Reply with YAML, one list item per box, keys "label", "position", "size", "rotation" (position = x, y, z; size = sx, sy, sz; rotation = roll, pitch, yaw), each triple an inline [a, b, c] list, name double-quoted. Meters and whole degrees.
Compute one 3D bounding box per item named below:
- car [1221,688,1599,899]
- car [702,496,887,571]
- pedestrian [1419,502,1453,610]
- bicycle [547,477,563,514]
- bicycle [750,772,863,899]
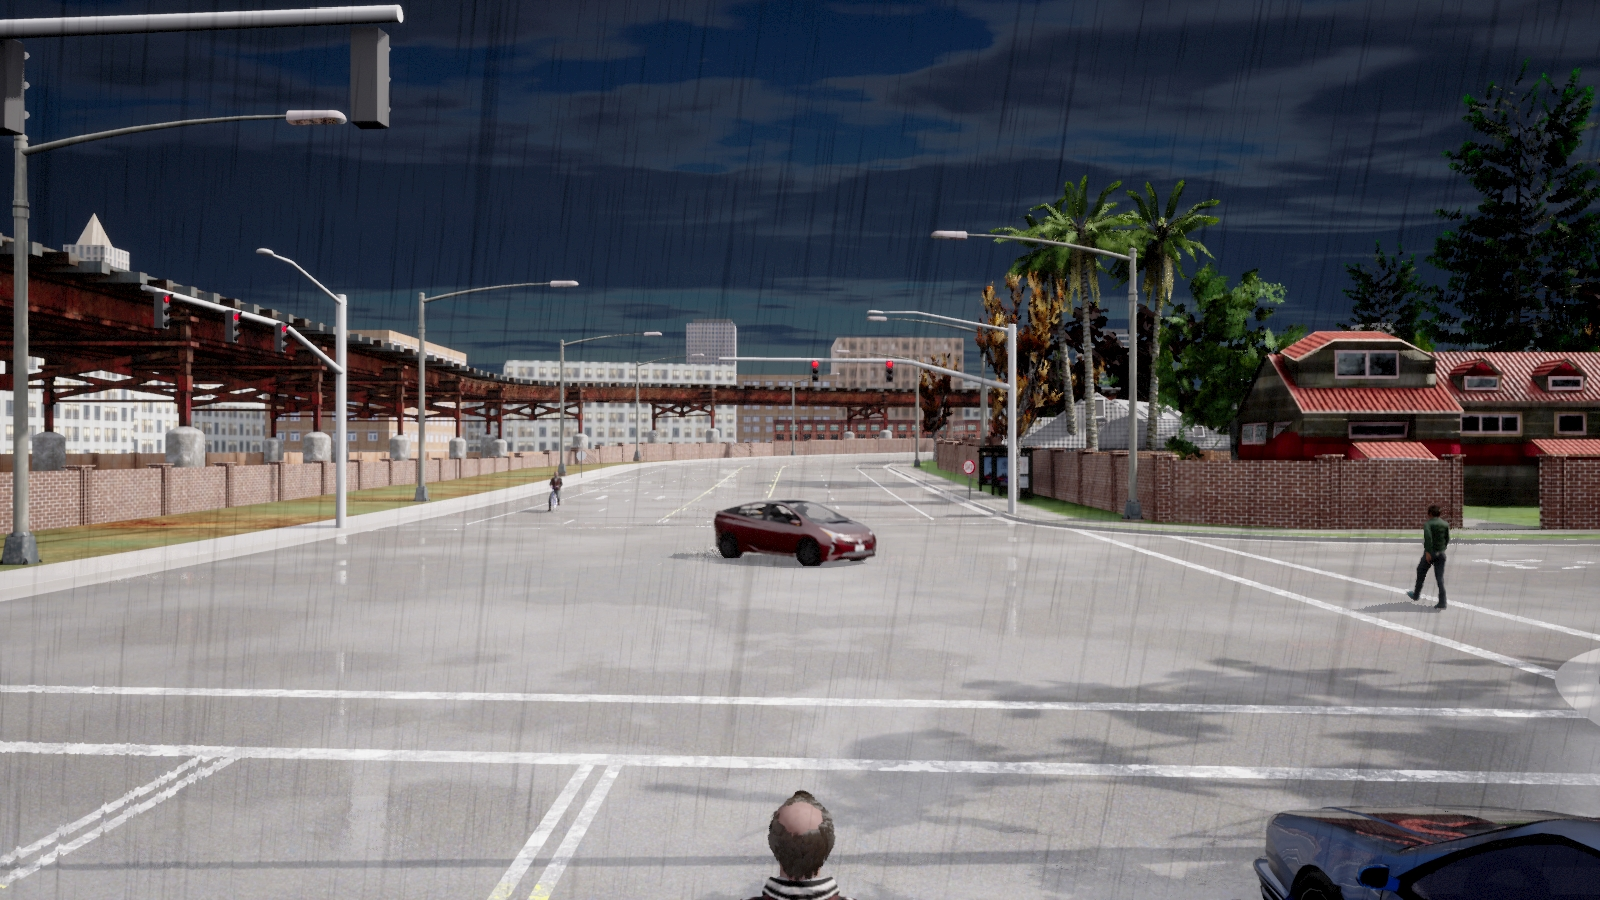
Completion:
- label: "car"
  position: [3.467, 2.106, 4.038]
  size: [2.033, 1.411, 5.357]
  rotation: [0, 0, 1]
- label: "car"
  position: [-0.207, 2.024, 28.682]
  size: [4.514, 1.525, 2.007]
  rotation: [0, 0, 44]
- label: "pedestrian"
  position: [11.123, 1.848, 19.990]
  size: [0.375, 1.860, 0.375]
  rotation: [0, 0, -3]
- label: "bicycle"
  position: [-10.519, 1.934, 49.111]
  size: [0.329, 1.496, 1.835]
  rotation: [0, 0, 0]
- label: "bicycle"
  position: [0.019, 2.048, 3.681]
  size: [0.329, 1.496, 1.835]
  rotation: [0, 0, 0]
